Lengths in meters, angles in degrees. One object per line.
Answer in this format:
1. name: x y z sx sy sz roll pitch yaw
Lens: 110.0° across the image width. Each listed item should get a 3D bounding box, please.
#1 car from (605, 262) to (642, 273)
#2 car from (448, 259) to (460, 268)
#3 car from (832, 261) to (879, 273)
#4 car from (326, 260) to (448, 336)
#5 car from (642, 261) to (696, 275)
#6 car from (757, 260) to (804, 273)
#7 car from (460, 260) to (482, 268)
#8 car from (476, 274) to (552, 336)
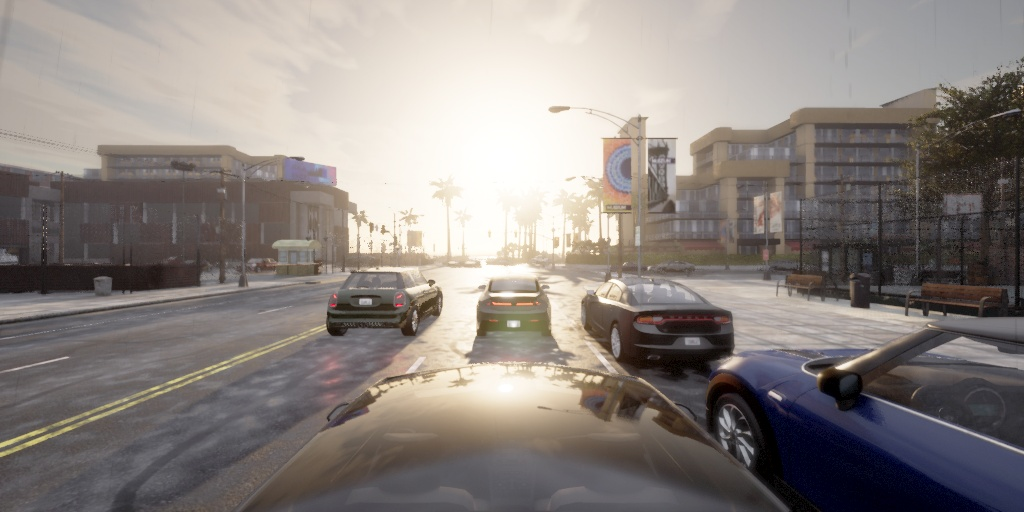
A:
1. car: 13.588 1.350 42.555 4.718 1.301 1.895 0 0 2
2. car: -9.539 1.297 62.195 2.033 1.411 5.357 0 0 12
3. car: 37.303 1.242 39.104 4.902 1.511 2.128 0 0 0
4. car: -3.441 1.102 10.594 2.097 1.767 4.553 0 0 0
5. car: 17.302 1.241 38.966 4.902 1.511 2.128 0 0 0
6. car: 31.796 1.241 42.573 4.902 1.511 2.128 0 0 0
7. car: -6.465 1.297 59.497 2.033 1.411 5.357 0 0 9
8. car: 0.057 1.255 10.348 1.837 1.490 4.892 0 0 0
